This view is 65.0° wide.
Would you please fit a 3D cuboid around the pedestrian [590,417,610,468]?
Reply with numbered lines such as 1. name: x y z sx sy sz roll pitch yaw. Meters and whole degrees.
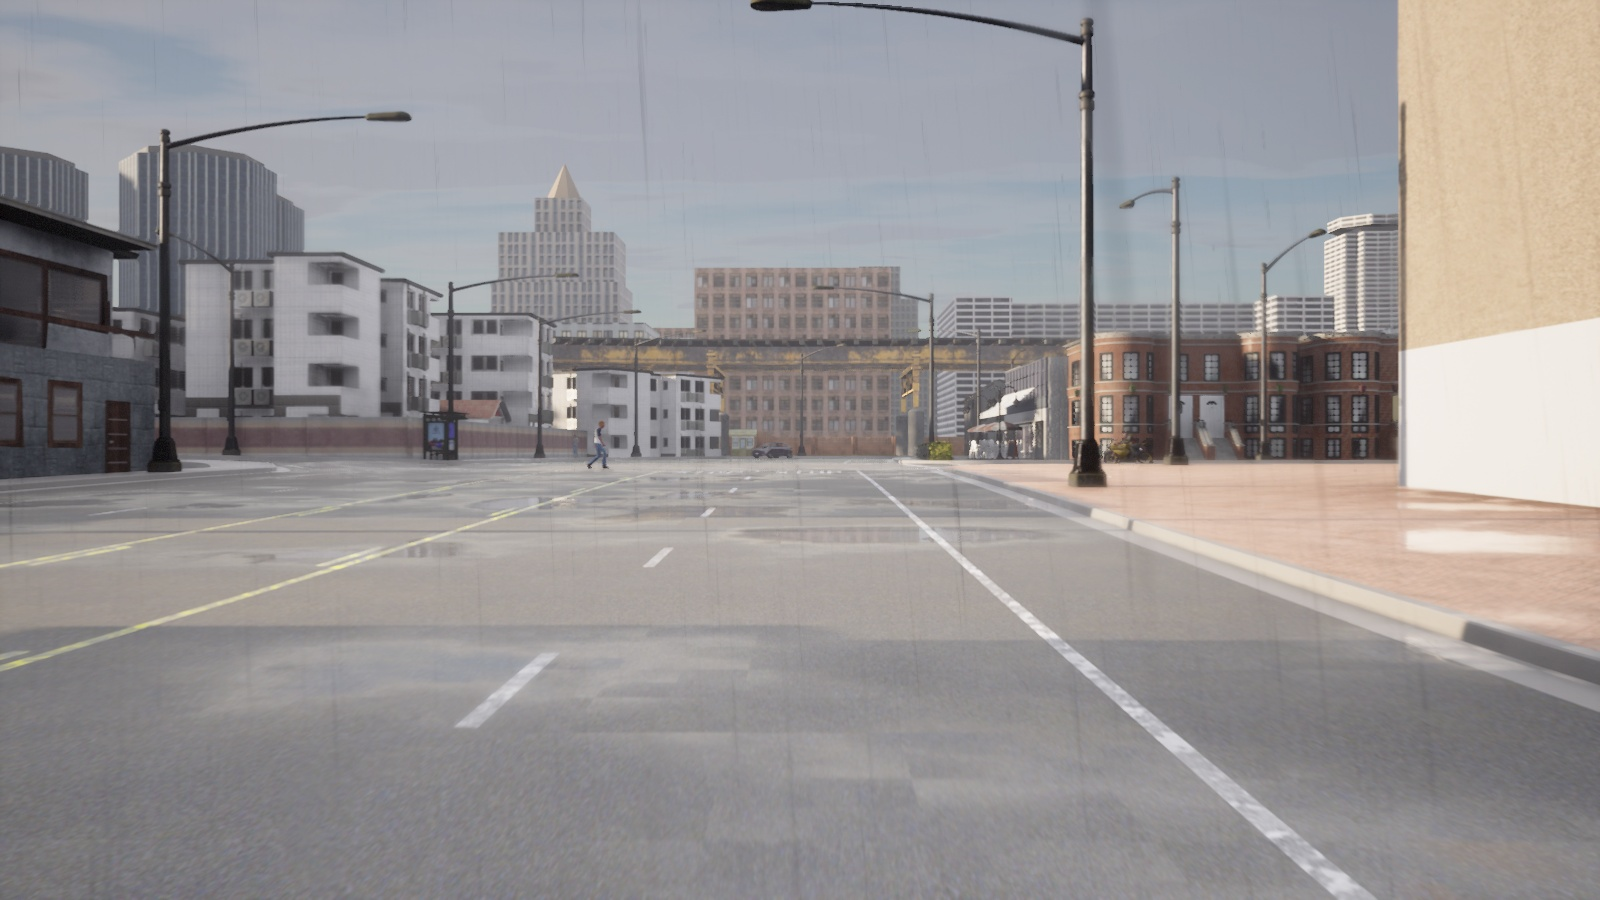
1. pedestrian: -7.324 -0.270 45.964 0.706 1.836 0.354 0 0 -3

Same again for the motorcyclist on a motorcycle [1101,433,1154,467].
1. motorcyclist on a motorcycle: 14.940 0.009 57.341 2.191 1.530 0.866 0 0 2
